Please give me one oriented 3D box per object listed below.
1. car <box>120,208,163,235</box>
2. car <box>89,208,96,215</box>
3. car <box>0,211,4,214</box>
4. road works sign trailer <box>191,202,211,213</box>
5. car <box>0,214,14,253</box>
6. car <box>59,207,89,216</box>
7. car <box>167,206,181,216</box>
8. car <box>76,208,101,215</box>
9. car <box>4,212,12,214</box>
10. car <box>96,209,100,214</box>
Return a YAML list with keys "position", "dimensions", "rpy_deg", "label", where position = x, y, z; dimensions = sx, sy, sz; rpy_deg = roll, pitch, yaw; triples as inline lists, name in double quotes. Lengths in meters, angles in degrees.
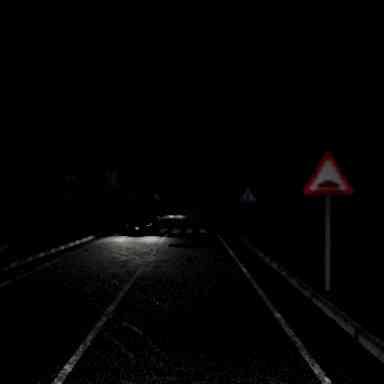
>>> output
- position: [-3.326, 2.064, 22.627]
  dimensions: [1.837, 1.490, 4.892]
  rpy_deg: [0, -2, 0]
  label: "car"
- position: [-21.790, 3.727, 63.856]
  dimensions: [4.892, 1.521, 2.231]
  rpy_deg: [0, -2, 0]
  label: "car"
- position: [-21.886, 2.477, 33.100]
  dimensions: [4.674, 1.452, 2.002]
  rpy_deg: [0, -2, 0]
  label: "car"
- position: [2.586, 4.050, 80.826]
  dimensions: [3.560, 2.880, 2.380]
  rpy_deg: [-3, 42, -44]
  label: "road works sign trailer"
- position: [-9.368, 1.688, 11.728]
  dimensions: [5.366, 1.575, 1.946]
  rpy_deg: [0, -1, 0]
  label: "car"
- position: [-21.807, 3.628, 60.581]
  dimensions: [4.674, 1.452, 2.002]
  rpy_deg: [0, -2, 0]
  label: "car"
- position: [-3.114, 3.866, 63.551]
  dimensions: [1.895, 1.301, 4.718]
  rpy_deg: [0, -2, 1]
  label: "car"
- position: [-21.766, 4.035, 70.271]
  dimensions: [4.674, 1.452, 2.002]
  rpy_deg: [0, -2, 0]
  label: "car"
- position: [-21.945, 2.442, 36.274]
  dimensions: [4.553, 1.767, 2.185]
  rpy_deg: [0, -2, 0]
  label: "car"
- position: [-21.788, 3.863, 67.127]
  dimensions: [5.008, 1.535, 2.097]
  rpy_deg: [0, -2, 0]
  label: "car"
